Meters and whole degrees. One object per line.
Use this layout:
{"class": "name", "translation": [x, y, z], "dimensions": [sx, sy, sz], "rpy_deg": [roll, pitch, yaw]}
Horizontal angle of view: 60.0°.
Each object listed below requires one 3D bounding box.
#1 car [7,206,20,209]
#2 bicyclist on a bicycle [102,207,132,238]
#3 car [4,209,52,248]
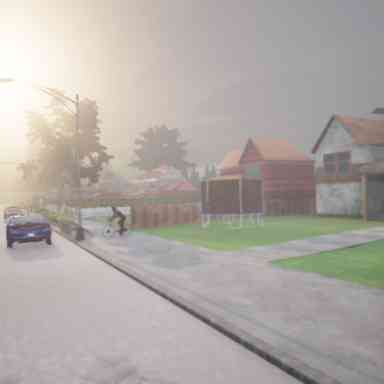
{"class": "car", "translation": [-21.678, 2.459, 40.369], "dimensions": [2.033, 1.411, 5.357], "rpy_deg": [-1, -1, -30]}
{"class": "bicyclist on a bicycle", "translation": [-4.003, 1.609, 17.803], "dimensions": [1.656, 1.620, 0.582], "rpy_deg": [-2, 0, -30]}
{"class": "car", "translation": [-8.533, 1.849, 17.285], "dimensions": [1.882, 1.535, 5.008], "rpy_deg": [-1, -1, -30]}
